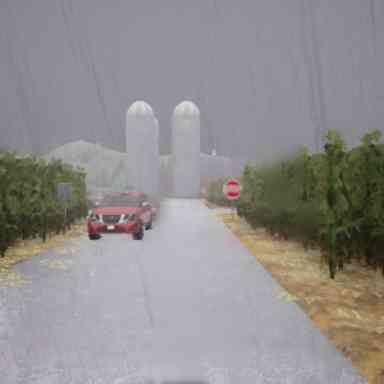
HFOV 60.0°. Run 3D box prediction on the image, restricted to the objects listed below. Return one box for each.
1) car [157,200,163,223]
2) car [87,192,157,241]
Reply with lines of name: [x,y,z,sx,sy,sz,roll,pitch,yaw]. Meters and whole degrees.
car: [-3.158,1.127,22.392,2.097,1.767,4.553,0,0,0]
car: [-3.202,1.015,15.904,2.150,2.045,5.566,0,1,0]
